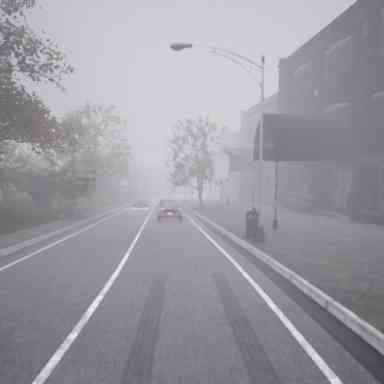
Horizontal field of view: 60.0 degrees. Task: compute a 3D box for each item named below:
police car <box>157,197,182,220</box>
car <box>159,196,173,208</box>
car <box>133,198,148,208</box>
[{"bbox_3d":[-1.876,1.487,27.741,2.038,1.542,4.974,-1,0,-5],"label":"police car"},{"bbox_3d":[-3.883,1.459,49.564,1.882,1.535,5.008,-1,0,-5],"label":"car"},{"bbox_3d":[-7.358,1.585,48.236,1.994,1.385,4.181,-1,0,-5],"label":"car"}]
